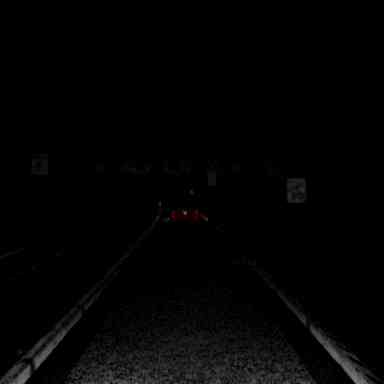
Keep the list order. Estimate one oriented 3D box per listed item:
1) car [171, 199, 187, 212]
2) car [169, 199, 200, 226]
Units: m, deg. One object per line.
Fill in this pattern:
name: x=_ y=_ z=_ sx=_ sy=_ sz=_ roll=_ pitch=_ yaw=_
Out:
car: x=-1.740 y=1.665 z=42.322 sx=1.882 sy=1.535 sz=5.008 roll=0 pitch=-1 yaw=-4
car: x=-0.564 y=1.427 z=24.161 sx=2.097 sy=1.767 sz=4.553 roll=0 pitch=0 yaw=-3
